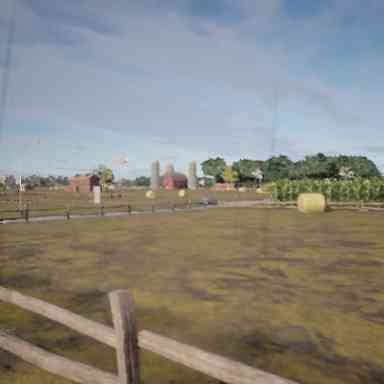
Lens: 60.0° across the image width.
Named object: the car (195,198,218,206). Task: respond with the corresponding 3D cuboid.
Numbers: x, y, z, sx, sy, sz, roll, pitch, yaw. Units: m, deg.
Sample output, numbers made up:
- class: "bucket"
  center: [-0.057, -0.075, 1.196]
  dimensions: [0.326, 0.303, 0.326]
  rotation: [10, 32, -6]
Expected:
- class: "car"
  center: [2.631, 1.680, 57.977]
  dimensions: [2.033, 1.411, 5.357]
  rotation: [-1, 0, 36]
